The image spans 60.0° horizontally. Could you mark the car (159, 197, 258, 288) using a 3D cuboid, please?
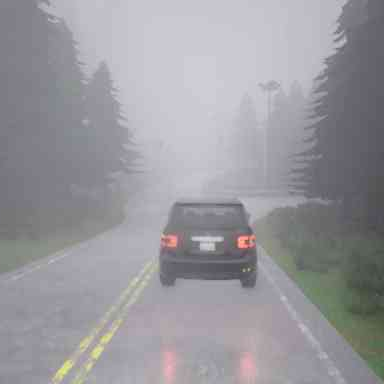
[{"bbox_3d":[0.459,1.142,9.212,2.150,2.045,5.566,0,0,3],"label":"car"}]
